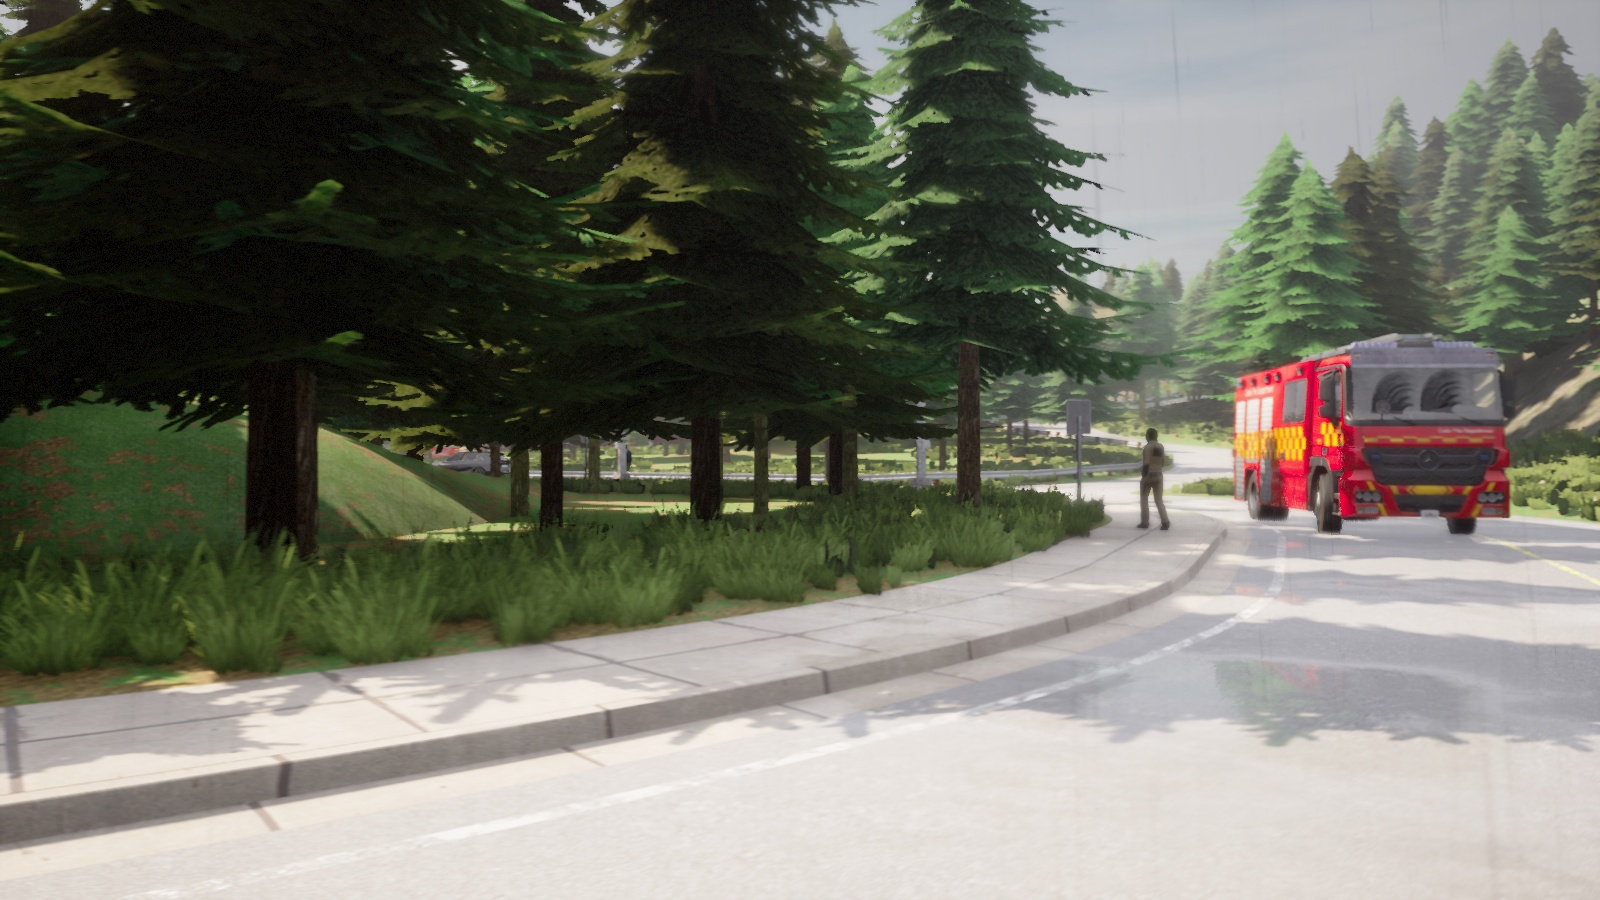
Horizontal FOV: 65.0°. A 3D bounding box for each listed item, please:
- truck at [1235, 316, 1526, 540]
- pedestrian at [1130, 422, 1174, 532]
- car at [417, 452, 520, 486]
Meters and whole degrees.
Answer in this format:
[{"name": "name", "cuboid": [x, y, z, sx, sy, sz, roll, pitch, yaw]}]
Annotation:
[{"name": "truck", "cuboid": [11.441, -0.362, 25.845, 2.891, 3.827, 8.468, 0, 0, 6]}, {"name": "pedestrian", "cuboid": [6.278, 0.467, 22.396, 0.396, 1.930, 0.692, 0, 0, -24]}, {"name": "car", "cuboid": [-16.710, 0.941, 63.334, 4.856, 1.649, 2.033, 0, 0, 25]}]
